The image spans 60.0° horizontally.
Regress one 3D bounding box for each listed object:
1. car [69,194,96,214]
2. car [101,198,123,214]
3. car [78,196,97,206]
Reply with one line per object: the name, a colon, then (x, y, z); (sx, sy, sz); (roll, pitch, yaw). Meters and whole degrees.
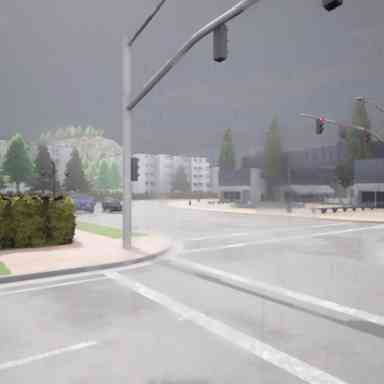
car: (-11.786, 1.220, 34.773); (2.150, 2.045, 5.566); (0, 0, -27)
car: (-8.297, 1.599, 35.599); (1.895, 1.301, 4.718); (0, 0, -28)
car: (-17.504, 1.512, 56.124); (1.837, 1.490, 4.892); (0, 0, -2)
